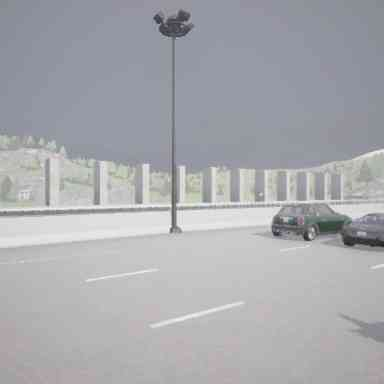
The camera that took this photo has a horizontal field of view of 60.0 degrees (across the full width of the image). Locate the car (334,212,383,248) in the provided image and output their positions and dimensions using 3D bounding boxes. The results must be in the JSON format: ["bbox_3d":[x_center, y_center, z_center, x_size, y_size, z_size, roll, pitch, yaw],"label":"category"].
[{"bbox_3d":[8.169,1.569,13.928,4.181,1.385,1.994,0,0,-35],"label":"car"}]

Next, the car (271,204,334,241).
[{"bbox_3d":[6.154,1.363,16.790,4.553,1.767,2.097,0,0,-35],"label":"car"}]
